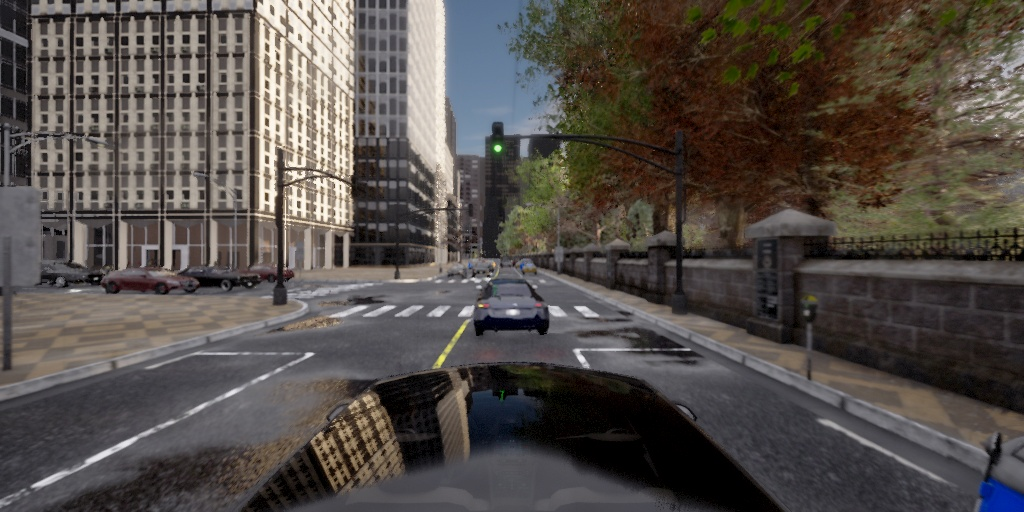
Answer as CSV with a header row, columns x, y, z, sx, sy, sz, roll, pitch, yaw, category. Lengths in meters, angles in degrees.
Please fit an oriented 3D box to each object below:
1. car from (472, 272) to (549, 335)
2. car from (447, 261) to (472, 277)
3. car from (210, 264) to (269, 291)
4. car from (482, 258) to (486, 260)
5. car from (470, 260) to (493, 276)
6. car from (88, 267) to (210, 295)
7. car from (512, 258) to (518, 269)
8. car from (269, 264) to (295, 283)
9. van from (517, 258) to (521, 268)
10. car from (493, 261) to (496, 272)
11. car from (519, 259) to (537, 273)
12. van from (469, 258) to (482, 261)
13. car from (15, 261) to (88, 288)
x,y,z,sx,sy,sz,roll,pitch,yaw,category
-0.131,1.359,10.784,1.994,1.385,4.181,0,0,-4,car
-5.655,1.471,37.375,2.007,1.370,4.403,0,0,-1,car
-17.034,1.271,20.512,4.718,1.301,1.895,1,0,4,car
-3.682,1.492,58.357,1.882,1.535,5.008,0,0,-1,car
-3.240,1.428,37.954,1.837,1.490,4.892,0,0,-3,car
-18.164,1.234,18.053,4.207,1.307,1.802,0,0,4,car
1.490,1.569,65.599,1.751,1.417,4.829,0,0,-2,car
-18.102,1.253,26.167,4.207,1.307,1.802,0,0,4,car
1.978,1.313,48.803,1.690,1.789,3.998,0,0,-1,van
-3.428,1.532,47.933,1.994,1.385,4.181,0,0,-2,car
2.104,1.472,43.430,1.751,1.417,4.829,0,0,-1,car
-6.346,1.360,59.549,1.690,1.789,3.998,0,0,-2,van
-26.786,1.069,21.132,4.892,1.490,1.837,0,0,3,car
